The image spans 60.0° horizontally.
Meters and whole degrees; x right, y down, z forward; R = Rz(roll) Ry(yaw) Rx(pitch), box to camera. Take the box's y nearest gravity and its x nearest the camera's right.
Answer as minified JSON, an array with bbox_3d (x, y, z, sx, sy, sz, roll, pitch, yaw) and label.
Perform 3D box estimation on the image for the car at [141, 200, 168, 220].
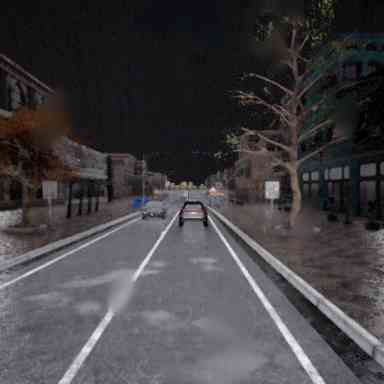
[{"bbox_3d":[-3.100,1.500,28.227,1.837,1.490,4.892,0,0,0],"label":"car"}]

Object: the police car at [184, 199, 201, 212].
[{"bbox_3d":[0.093,1.613,41.749,2.038,1.542,4.974,0,-1,0],"label":"police car"}]

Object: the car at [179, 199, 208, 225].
[{"bbox_3d":[0.095,1.428,23.787,2.033,1.649,4.856,0,0,0],"label":"car"}]
